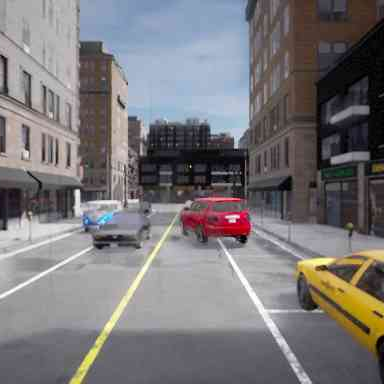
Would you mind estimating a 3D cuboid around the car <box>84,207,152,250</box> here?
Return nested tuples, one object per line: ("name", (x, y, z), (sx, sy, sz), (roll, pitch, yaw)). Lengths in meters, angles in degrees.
("car", (-2.909, 1.623, 15.064), (2.033, 1.411, 5.357), (0, 0, 0))

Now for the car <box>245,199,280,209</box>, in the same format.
("car", (10.544, 1.802, 49.985), (4.902, 1.511, 2.128), (0, 0, -2))

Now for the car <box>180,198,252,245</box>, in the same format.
("car", (0.976, 1.303, 16.374), (2.150, 2.045, 5.566), (0, 0, -15))

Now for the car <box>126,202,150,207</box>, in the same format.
("car", (-5.511, 1.710, 31.883), (2.008, 1.369, 4.403), (0, 0, 0))

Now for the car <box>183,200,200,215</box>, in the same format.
("car", (-0.056, 1.715, 37.822), (1.812, 1.442, 4.674), (0, -1, 0))

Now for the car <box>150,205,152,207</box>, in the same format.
("car", (-5.533, 1.754, 37.545), (1.947, 1.339, 4.313), (0, 0, 0))

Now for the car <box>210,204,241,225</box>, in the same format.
("car", (2.536, 1.697, 26.252), (1.947, 1.339, 4.313), (0, 0, 0))

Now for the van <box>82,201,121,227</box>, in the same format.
("van", (-5.467, 1.444, 20.560), (1.690, 1.788, 3.998), (0, 0, 0))

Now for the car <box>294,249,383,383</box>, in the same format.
("car", (3.007, 1.481, 4.832), (1.801, 1.575, 5.366), (0, 0, 0))

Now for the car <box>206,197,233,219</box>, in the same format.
("car", (2.514, 1.474, 31.916), (2.192, 1.841, 5.009), (0, 0, 0))
